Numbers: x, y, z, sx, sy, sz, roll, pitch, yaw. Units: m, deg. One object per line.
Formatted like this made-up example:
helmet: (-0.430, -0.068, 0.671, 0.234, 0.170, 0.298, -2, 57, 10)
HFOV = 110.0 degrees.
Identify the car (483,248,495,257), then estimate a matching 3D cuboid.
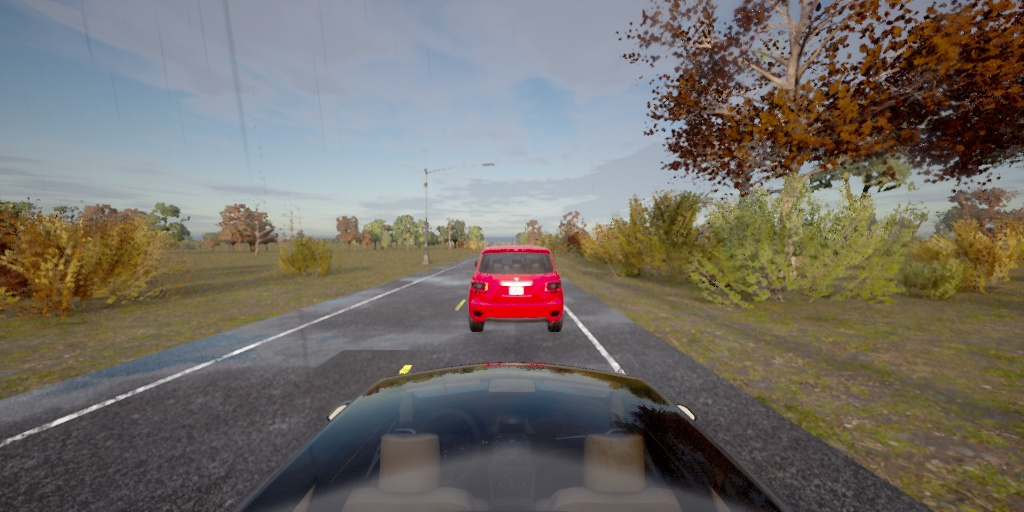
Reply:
car: (-3.904, -0.622, 62.272, 1.812, 1.442, 4.674, 0, 2, 0)

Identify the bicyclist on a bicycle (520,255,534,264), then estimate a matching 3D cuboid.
bicyclist on a bicycle: (0.932, 0.538, 20.208, 0.659, 1.776, 1.843, 0, 2, 0)

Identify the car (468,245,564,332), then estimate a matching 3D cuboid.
car: (0.088, 0.711, 10.017, 2.150, 2.045, 5.566, 0, 2, 0)
